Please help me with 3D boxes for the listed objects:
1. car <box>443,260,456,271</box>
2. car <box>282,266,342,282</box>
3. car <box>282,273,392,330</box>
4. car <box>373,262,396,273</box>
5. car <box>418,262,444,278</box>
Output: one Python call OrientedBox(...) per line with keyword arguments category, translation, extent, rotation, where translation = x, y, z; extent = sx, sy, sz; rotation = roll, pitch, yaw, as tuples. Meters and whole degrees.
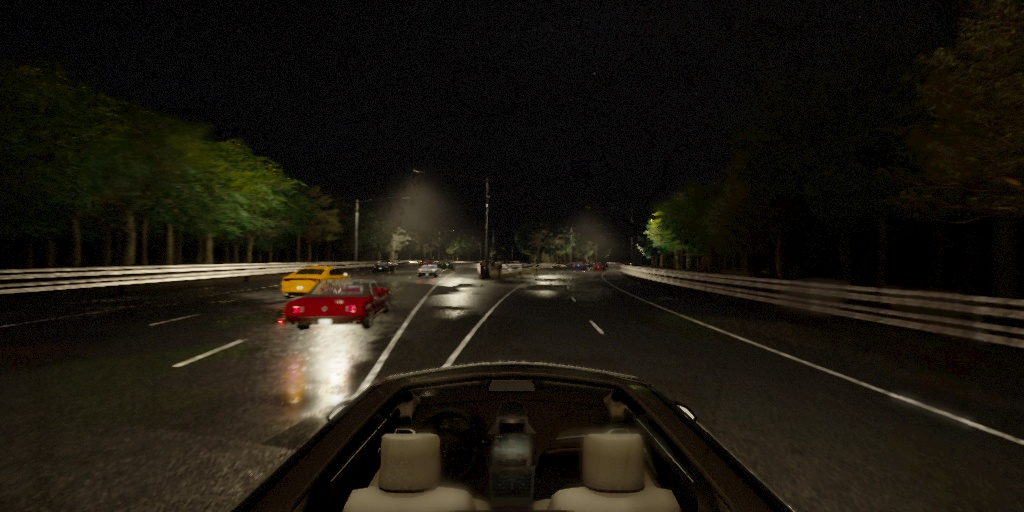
OrientedBox(category="car", translation=(-10.441, 1.498, 59.393), extent=(2.097, 1.767, 4.553), rotation=(1, 0, -3))
OrientedBox(category="car", translation=(-9.561, 1.260, 18.001), extent=(1.882, 1.535, 5.008), rotation=(1, -1, -8))
OrientedBox(category="car", translation=(-5.000, 1.373, 11.120), extent=(1.895, 1.301, 4.718), rotation=(1, -1, -10))
OrientedBox(category="car", translation=(-16.426, 1.517, 46.275), extent=(1.994, 1.385, 4.181), rotation=(1, 0, -5))
OrientedBox(category="car", translation=(-8.691, 1.583, 37.987), extent=(1.895, 1.301, 4.718), rotation=(1, -1, -6))
